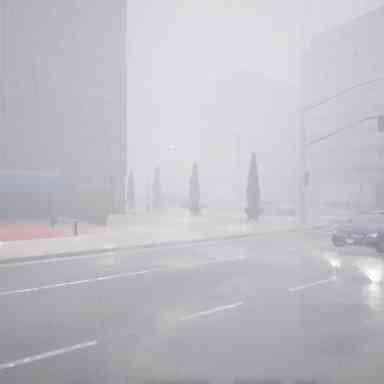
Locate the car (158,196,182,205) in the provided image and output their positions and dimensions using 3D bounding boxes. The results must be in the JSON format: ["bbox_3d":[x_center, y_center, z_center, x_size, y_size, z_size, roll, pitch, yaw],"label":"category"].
[{"bbox_3d":[-4.181,1.547,62.372,2.033,1.411,5.357,0,0,-35],"label":"car"}]

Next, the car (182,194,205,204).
[{"bbox_3d":[0.246,1.352,62.141,2.097,1.767,4.553,0,0,-35],"label":"car"}]

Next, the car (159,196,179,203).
[{"bbox_3d":[-4.882,1.601,69.477,1.895,1.301,4.718,0,0,-35],"label":"car"}]

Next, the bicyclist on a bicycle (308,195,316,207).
[{"bbox_3d":[16.836,1.301,46.676,1.656,1.620,0.582,0,0,-35],"label":"bicyclist on a bicycle"}]

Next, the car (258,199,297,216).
[{"bbox_3d":[7.972,1.526,32.308,1.812,1.442,4.674,0,0,-35],"label":"car"}]

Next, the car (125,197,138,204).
[{"bbox_3d":[-12.276,1.600,61.572,1.895,1.301,4.718,0,0,-35],"label":"car"}]

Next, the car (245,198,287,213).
[{"bbox_3d":[8.373,1.526,37.850,1.812,1.442,4.674,0,1,-35],"label":"car"}]

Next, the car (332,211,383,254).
[{"bbox_3d":[7.648,1.526,13.627,4.674,1.442,1.812,0,0,-37],"label":"car"}]

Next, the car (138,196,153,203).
[{"bbox_3d":[-9.898,1.520,70.399,2.128,1.511,4.902,0,0,-35],"label":"car"}]

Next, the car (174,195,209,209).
[{"bbox_3d":[0.219,1.491,43.451,2.128,1.511,4.902,0,0,-35],"label":"car"}]

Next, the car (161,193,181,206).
[{"bbox_3d":[-2.776,1.220,53.903,2.150,2.045,5.566,0,0,-35],"label":"car"}]
